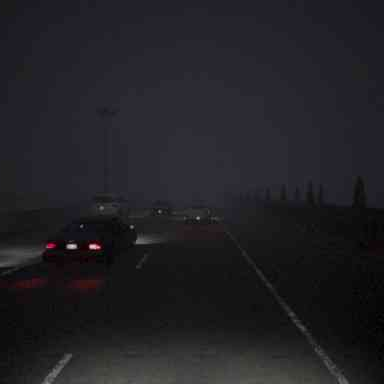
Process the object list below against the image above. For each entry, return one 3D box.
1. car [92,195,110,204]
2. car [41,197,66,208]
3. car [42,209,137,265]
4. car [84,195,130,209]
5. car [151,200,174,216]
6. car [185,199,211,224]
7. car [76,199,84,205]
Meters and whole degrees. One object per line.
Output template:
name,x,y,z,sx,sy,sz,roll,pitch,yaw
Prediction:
car,-16.586,1.295,60.602,1.837,1.490,4.892,0,0,1
car,-20.296,1.504,48.928,1.882,1.535,5.008,0,0,1
car,-3.237,1.541,11.582,2.033,1.411,5.357,0,0,1
car,-6.503,1.225,26.830,2.150,2.045,5.566,0,0,1
car,-2.910,1.530,32.931,1.837,1.490,4.892,0,0,1
car,0.462,1.543,24.989,1.812,1.442,4.674,0,0,1
car,-13.390,1.574,43.151,2.033,1.411,5.357,0,0,1
